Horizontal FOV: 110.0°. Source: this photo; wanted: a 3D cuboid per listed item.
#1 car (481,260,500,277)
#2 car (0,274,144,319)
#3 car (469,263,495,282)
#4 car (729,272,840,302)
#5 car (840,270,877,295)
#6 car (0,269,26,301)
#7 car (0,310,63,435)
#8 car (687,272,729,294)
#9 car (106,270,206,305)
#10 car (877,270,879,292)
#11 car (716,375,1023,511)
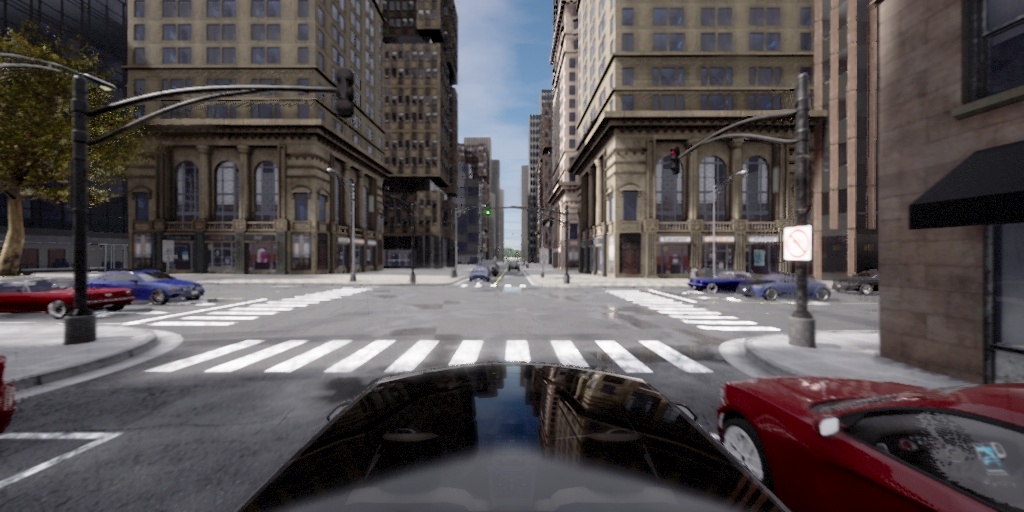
[{"bbox_3d":[-2.954,1.500,44.570,2.150,2.045,5.566,0,-1,1],"label":"car"},{"bbox_3d":[-16.463,1.433,12.716,4.718,1.301,1.895,0,0,1],"label":"car"},{"bbox_3d":[-2.994,1.700,34.381,2.033,1.411,5.357,0,-1,0],"label":"car"},{"bbox_3d":[14.528,1.643,19.329,4.181,1.385,1.994,0,0,0],"label":"car"},{"bbox_3d":[23.046,1.624,22.547,5.008,1.535,1.882,1,0,0],"label":"car"},{"bbox_3d":[-25.193,1.318,16.014,4.181,1.385,1.994,0,0,-1],"label":"car"},{"bbox_3d":[-5.768,1.293,1.578,1.888,1.381,4.507,0,0,0],"label":"car"},{"bbox_3d":[13.686,1.667,22.582,4.718,1.301,1.895,0,0,0],"label":"car"},{"bbox_3d":[-16.458,1.351,15.986,4.674,1.442,1.812,0,0,0],"label":"car"},{"bbox_3d":[23.311,1.647,19.296,4.902,1.511,2.128,0,0,0],"label":"car"},{"bbox_3d":[2.758,1.293,1.556,1.888,1.381,4.507,0,0,0],"label":"car"}]
